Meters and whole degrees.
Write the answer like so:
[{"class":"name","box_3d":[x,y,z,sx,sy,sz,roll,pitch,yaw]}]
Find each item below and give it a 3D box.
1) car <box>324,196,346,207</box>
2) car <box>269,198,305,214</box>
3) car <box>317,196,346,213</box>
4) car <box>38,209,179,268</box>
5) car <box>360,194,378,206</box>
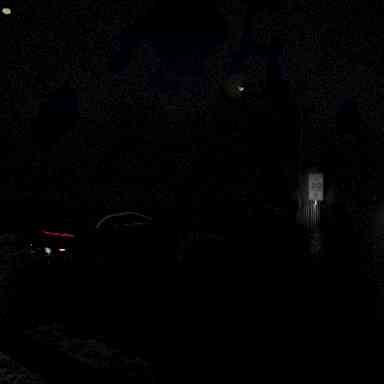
[{"class":"car","box_3d":[19.765,1.302,45.891,1.994,1.385,4.181,1,0,36]},{"class":"car","box_3d":[9.117,1.236,31.474,2.033,1.411,5.357,1,1,36]},{"class":"car","box_3d":[13.771,1.195,32.852,1.882,1.535,5.008,1,1,36]},{"class":"car","box_3d":[-2.372,1.308,10.745,2.128,1.511,4.902,1,1,36]},{"class":"car","box_3d":[27.492,1.147,51.580,2.097,1.767,4.553,1,0,33]}]
